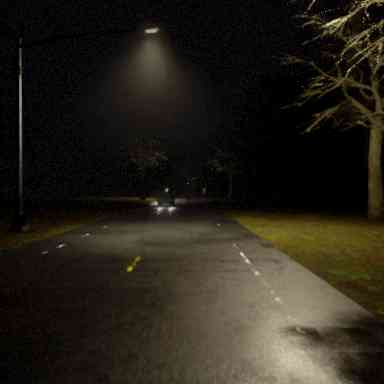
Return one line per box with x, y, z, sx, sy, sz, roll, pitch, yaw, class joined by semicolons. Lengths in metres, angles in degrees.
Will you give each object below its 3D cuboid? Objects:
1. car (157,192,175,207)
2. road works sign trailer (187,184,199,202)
-3.615;0.986;46.754;2.150;2.045;5.566;0;0;0;car
0.107;0.169;66.834;2.380;3.560;2.880;0;0;-5;road works sign trailer
